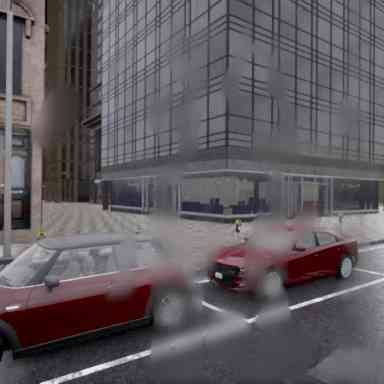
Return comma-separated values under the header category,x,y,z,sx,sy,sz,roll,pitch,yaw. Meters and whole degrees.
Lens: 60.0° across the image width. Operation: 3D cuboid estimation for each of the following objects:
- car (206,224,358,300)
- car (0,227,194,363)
category,x,y,z,sx,sy,sz,roll,pitch,yaw
car,2.413,1.547,8.431,4.507,1.381,1.887,0,1,-35
car,-2.050,1.440,5.286,4.097,1.590,1.967,0,1,-35
